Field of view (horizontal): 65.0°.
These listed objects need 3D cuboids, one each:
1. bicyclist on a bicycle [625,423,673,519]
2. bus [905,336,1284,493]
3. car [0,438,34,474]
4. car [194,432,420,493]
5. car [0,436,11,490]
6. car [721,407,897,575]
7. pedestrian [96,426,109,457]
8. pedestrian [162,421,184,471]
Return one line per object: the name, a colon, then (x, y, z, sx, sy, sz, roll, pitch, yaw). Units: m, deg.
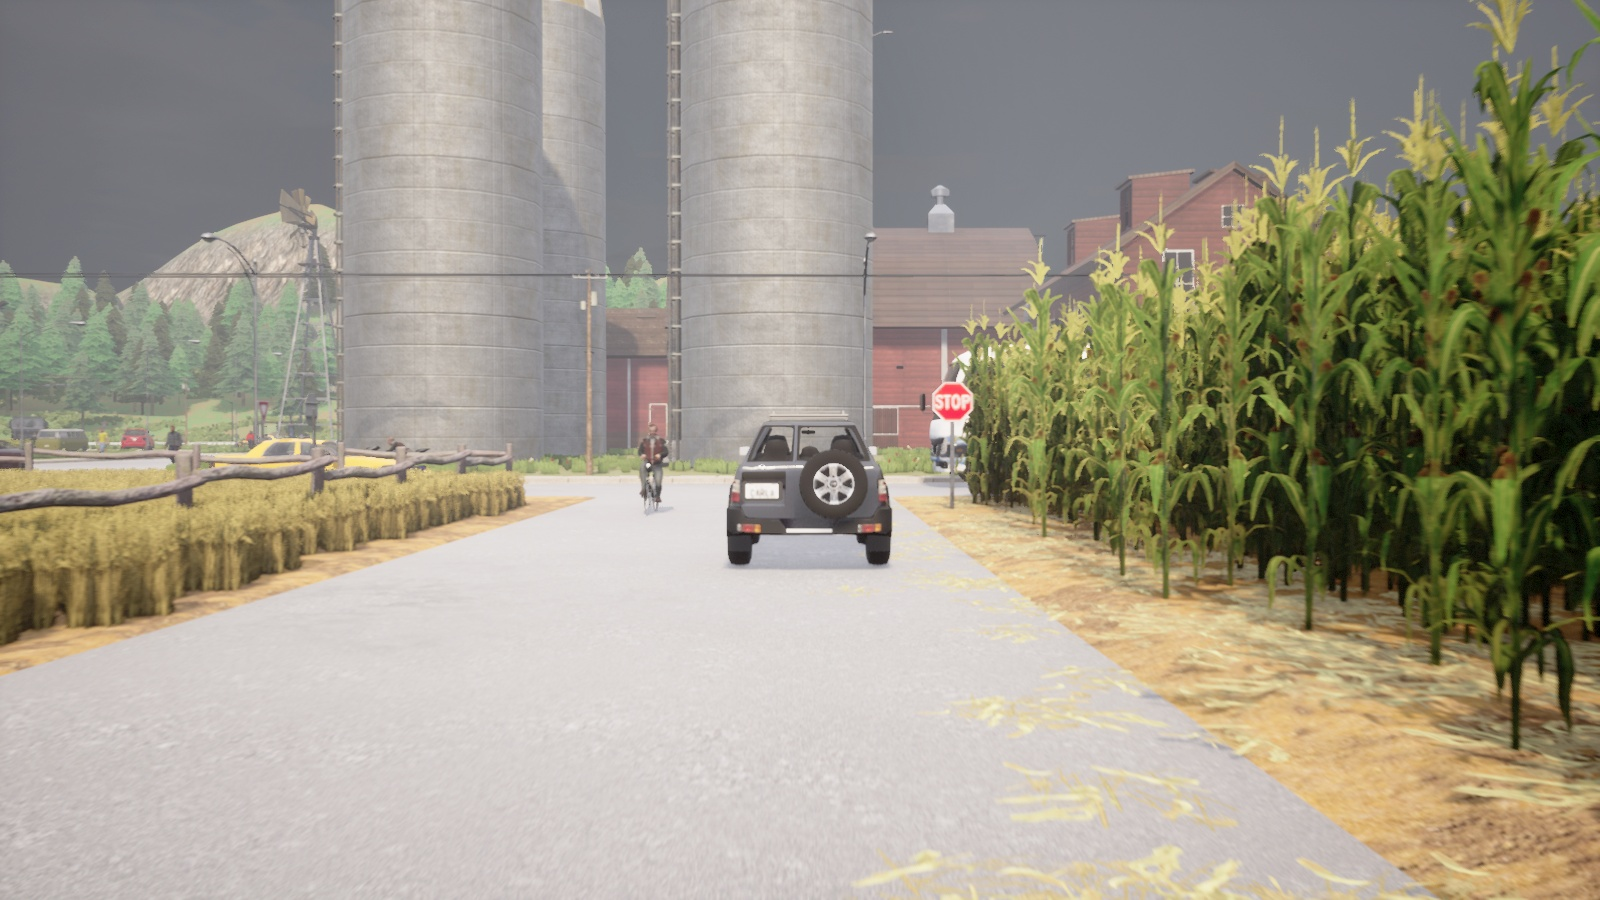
bicyclist on a bicycle: (-2.893, 0.378, 24.217, 0.659, 1.776, 1.843, 0, 0, 1)
bus: (8.436, -1.024, 37.214, 10.273, 4.253, 3.944, -1, 1, 1)
car: (-32.160, 0.238, 49.036, 1.994, 1.385, 4.181, 0, 1, -1)
car: (-13.176, 0.317, 33.796, 5.366, 1.575, 1.801, 0, 1, 0)
car: (-24.348, 0.370, 33.841, 4.792, 1.488, 2.163, 0, 1, 0)
car: (0.108, 0.426, 16.110, 1.932, 1.855, 4.605, 0, 1, 0)
pedestrian: (-41.259, -0.494, 74.271, 0.354, 1.836, 0.706, 0, 1, -3)
pedestrian: (-24.566, -0.167, 49.204, 0.423, 1.949, 0.788, 0, 1, 0)
